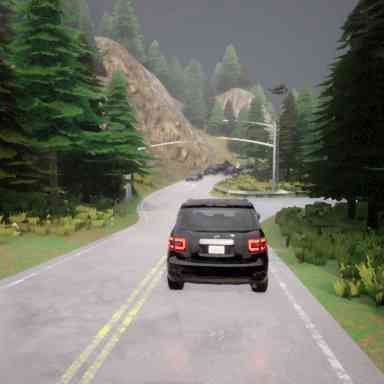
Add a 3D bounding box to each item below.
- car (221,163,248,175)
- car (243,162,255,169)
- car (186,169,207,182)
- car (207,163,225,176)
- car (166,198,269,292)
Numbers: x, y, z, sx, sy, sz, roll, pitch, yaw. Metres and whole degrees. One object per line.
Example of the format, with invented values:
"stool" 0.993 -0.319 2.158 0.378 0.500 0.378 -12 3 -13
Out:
"car" 8.136 -4.119 63.006 1.837 1.490 4.892 1 10 37
"car" 11.501 -5.590 70.918 4.553 1.767 2.097 -9 9 -36
"car" 0.439 -2.527 55.236 1.994 1.385 4.181 2 10 19
"car" 4.462 -4.334 63.769 2.150 2.045 5.566 3 10 36
"car" 0.707 1.173 8.984 2.150 2.045 5.566 0 0 5
